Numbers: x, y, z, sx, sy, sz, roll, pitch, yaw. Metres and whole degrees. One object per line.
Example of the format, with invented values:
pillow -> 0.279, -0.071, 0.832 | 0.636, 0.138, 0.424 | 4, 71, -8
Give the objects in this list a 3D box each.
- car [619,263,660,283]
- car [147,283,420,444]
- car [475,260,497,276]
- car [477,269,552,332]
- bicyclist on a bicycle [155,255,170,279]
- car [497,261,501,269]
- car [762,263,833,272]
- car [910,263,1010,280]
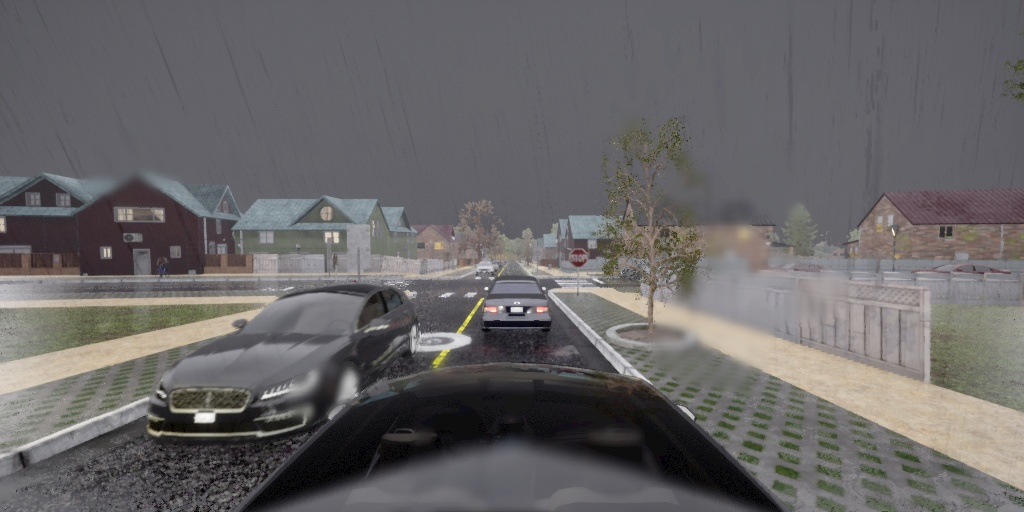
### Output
car -> 10.370, 1.238, 27.204 | 4.181, 1.385, 1.994 | 0, 3, 2
car -> -2.849, 1.251, 5.757 | 1.837, 1.490, 4.892 | 0, 0, 0
car -> -2.806, 1.286, 37.747 | 1.812, 1.442, 4.674 | 0, 0, -2
car -> 0.103, 1.291, 10.820 | 2.033, 1.411, 5.357 | 0, 0, 0
bicyclist on a bicycle -> -24.880, 0.759, 25.544 | 0.582, 1.620, 1.656 | 0, 3, -16
car -> -2.840, 1.384, 47.678 | 1.895, 1.301, 4.718 | 0, 0, 0
car -> 21.090, 1.232, 26.570 | 4.674, 1.442, 1.812 | 0, 3, 6
car -> 31.228, 1.257, 25.136 | 5.008, 1.535, 1.882 | 1, 3, 11
